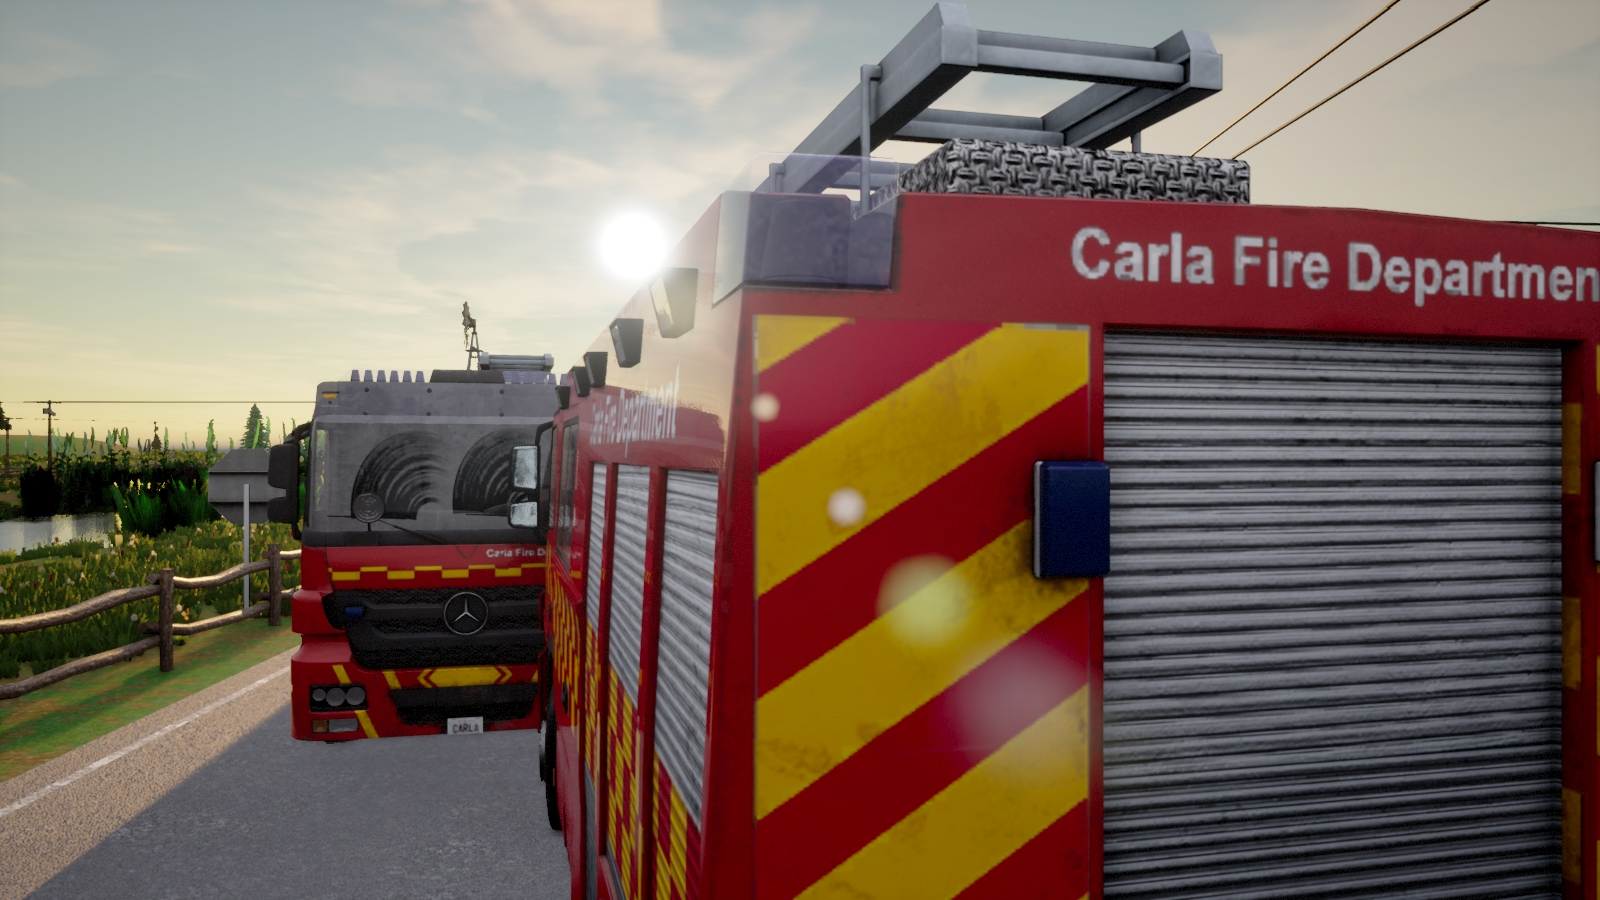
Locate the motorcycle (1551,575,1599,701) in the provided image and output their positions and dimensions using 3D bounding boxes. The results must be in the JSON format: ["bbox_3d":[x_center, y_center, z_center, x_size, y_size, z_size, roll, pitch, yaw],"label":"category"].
[{"bbox_3d":[9.784,2.142,13.120,1.805,1.316,0.856,0,0,-7],"label":"motorcycle"}]

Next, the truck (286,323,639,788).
[{"bbox_3d":[-3.912,0.862,13.867,2.891,3.827,8.468,0,0,-15],"label":"truck"}]

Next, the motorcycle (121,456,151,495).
[{"bbox_3d":[-41.342,1.577,71.168,0.803,2.348,2.033,0,0,-4],"label":"motorcycle"}]

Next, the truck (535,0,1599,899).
[{"bbox_3d":[0.032,0.867,6.869,2.891,3.827,8.468,0,0,-15],"label":"truck"}]
